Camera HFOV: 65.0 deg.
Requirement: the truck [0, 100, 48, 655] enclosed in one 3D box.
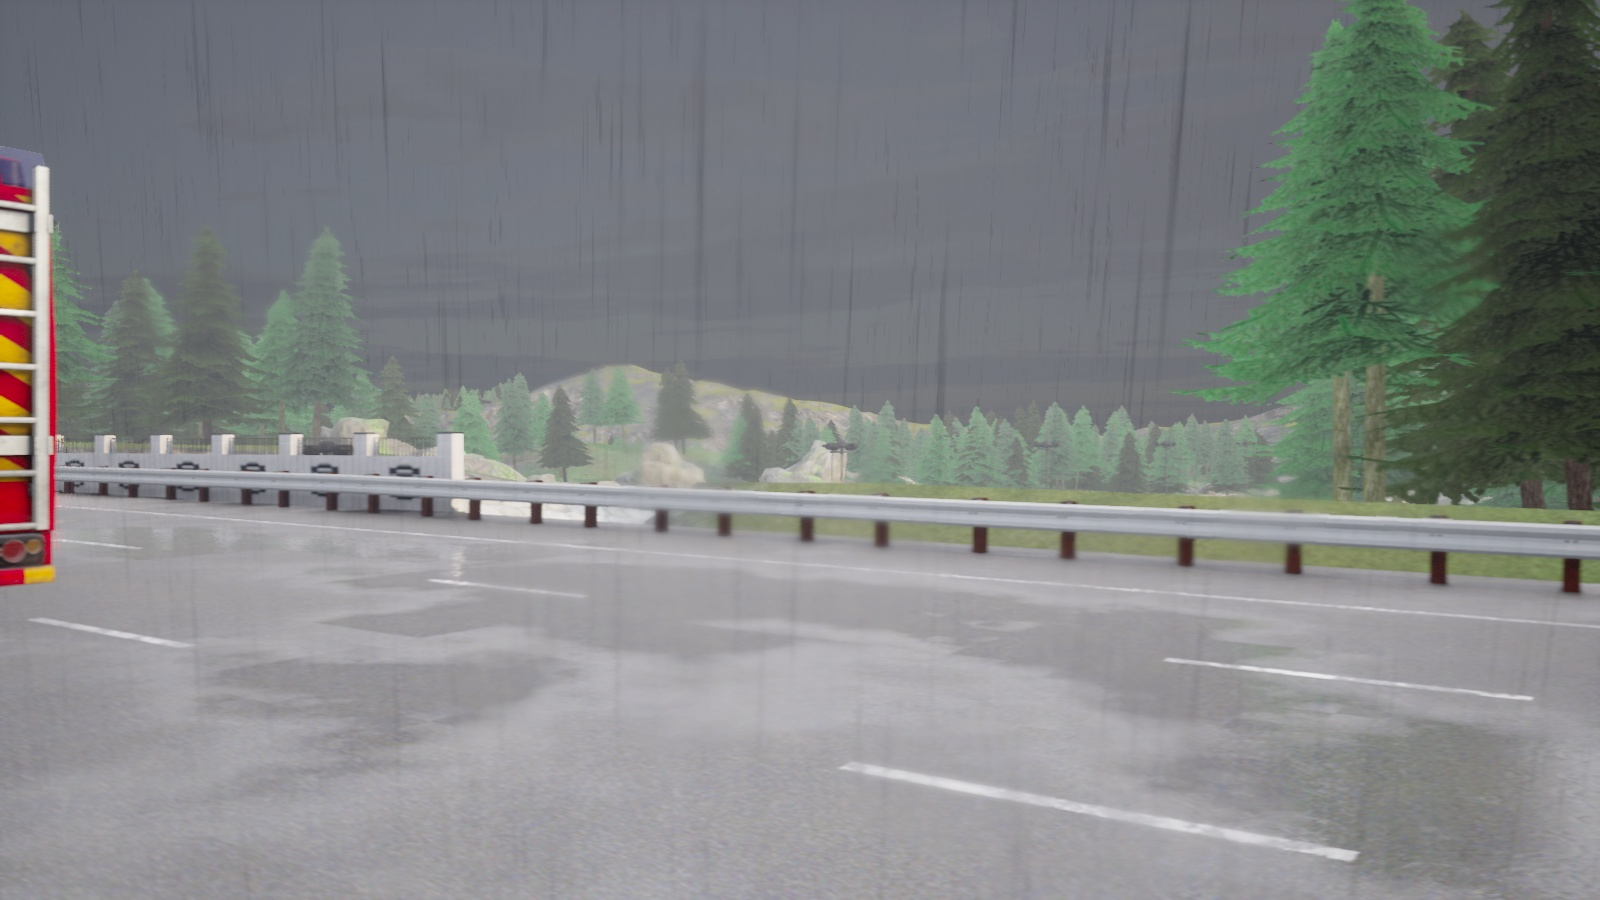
[{"bbox_3d":[-9.687,-0.480,10.040,8.468,3.827,2.891,0,1,34],"label":"truck"}]
